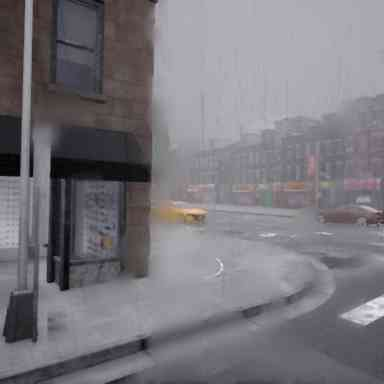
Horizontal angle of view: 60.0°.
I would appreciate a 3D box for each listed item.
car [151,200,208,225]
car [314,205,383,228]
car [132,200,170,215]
[{"bbox_3d":[-0.898,1.429,23.760,1.882,1.535,5.008,2,-1,-36],"label":"car"},{"bbox_3d":[11.282,1.650,23.922,1.882,1.535,5.008,2,-1,-36],"label":"car"},{"bbox_3d":[-4.235,1.538,33.870,1.994,1.385,4.181,2,0,-36],"label":"car"}]
